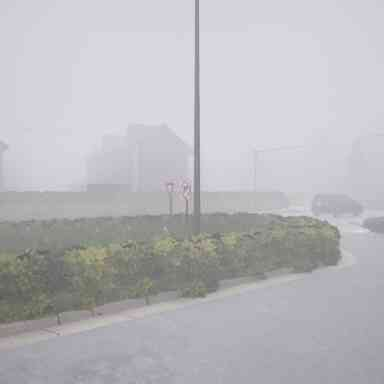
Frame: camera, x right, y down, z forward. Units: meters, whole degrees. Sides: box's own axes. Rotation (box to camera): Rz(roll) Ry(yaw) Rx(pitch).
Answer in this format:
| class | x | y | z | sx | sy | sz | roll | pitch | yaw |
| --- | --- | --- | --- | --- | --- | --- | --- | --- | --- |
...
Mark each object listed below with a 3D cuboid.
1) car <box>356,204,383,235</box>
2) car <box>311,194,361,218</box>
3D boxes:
| class | x | y | z | sx | sy | sz | roll | pitch | yaw |
| --- | --- | --- | --- | --- | --- | --- | --- | --- | --- |
| car | 11.241 | 1.547 | 16.409 | 2.033 | 1.411 | 5.357 | 0 | 0 | -24 |
| car | 13.180 | 1.219 | 30.157 | 5.566 | 2.045 | 2.150 | 0 | 0 | -35 |
